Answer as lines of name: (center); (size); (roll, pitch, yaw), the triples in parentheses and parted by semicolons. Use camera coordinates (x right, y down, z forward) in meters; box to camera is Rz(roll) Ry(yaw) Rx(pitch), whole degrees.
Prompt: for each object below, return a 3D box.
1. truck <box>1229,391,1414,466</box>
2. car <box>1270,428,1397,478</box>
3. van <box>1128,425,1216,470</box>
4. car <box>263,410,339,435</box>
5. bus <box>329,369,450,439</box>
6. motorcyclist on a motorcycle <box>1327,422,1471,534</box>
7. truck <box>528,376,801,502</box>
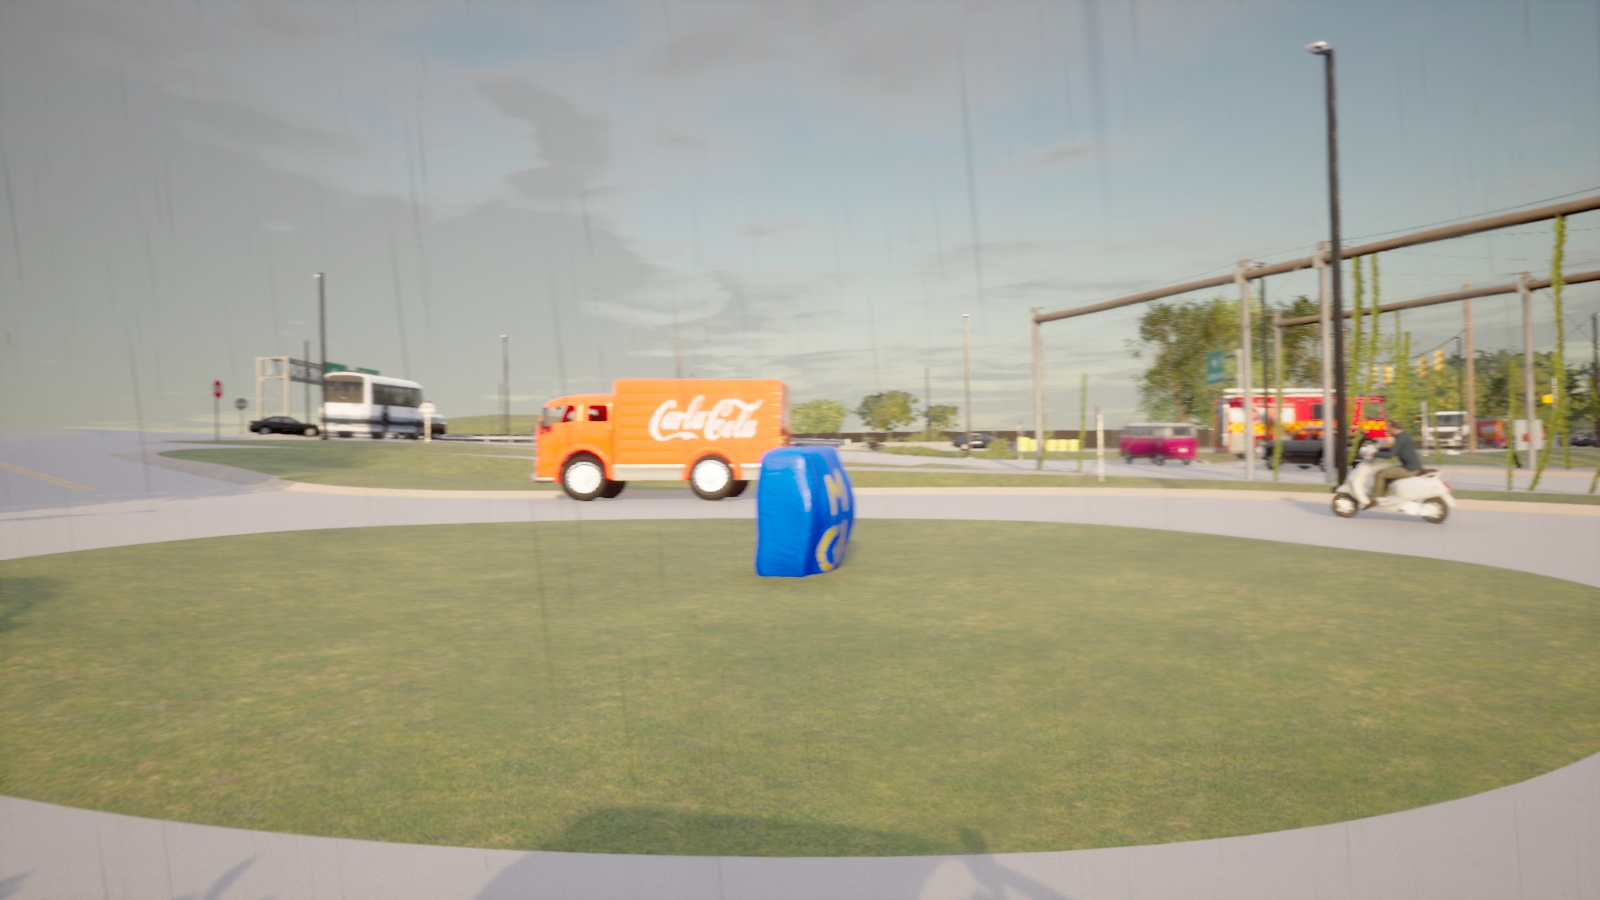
truck: (27.333, -1.101, 66.117); (8.468, 3.827, 2.891); (1, 0, 4)
car: (20.936, 0.085, 49.474); (1.932, 1.855, 4.605); (-1, 1, -22)
van: (17.407, -0.155, 58.988); (1.775, 1.987, 4.442); (-1, 1, -18)
car: (-36.549, -2.001, 92.065); (5.008, 1.535, 1.882); (2, -1, -26)
bus: (-27.832, -3.041, 85.922); (3.944, 4.253, 10.273); (3, 0, 5)
motorcyclist on a motorcycle: (9.281, 0.394, 19.496); (1.817, 1.590, 0.866); (3, 4, 43)
truck: (-2.701, -0.208, 26.177); (5.204, 2.467, 2.627); (0, -1, 6)
